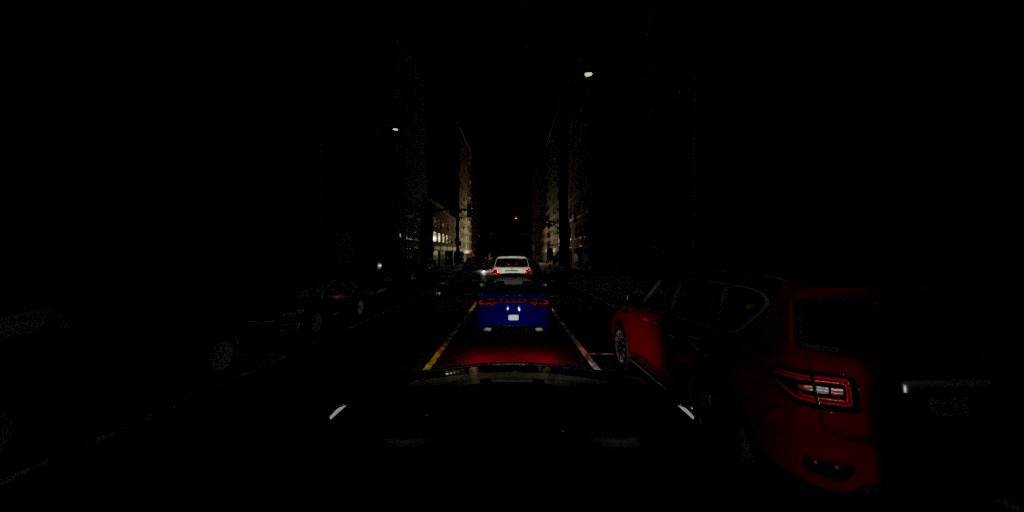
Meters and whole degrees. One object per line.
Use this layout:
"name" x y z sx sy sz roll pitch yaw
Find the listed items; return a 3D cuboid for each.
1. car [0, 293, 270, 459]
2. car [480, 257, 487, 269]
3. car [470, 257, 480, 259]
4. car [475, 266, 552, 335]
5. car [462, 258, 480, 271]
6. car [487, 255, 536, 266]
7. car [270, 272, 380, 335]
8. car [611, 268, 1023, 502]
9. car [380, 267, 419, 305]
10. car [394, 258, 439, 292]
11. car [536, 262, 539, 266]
"car" -5.670 1.294 4.692 1.888 1.381 4.507 0 0 0
"car" -3.159 1.296 51.030 1.812 1.442 4.674 0 0 0
"car" -5.727 1.089 54.004 2.192 1.841 5.009 0 0 0
"car" 0.044 1.226 10.499 1.882 1.535 5.008 0 0 0
"car" -5.721 1.350 48.439 1.802 1.307 4.207 0 0 0
"car" -0.016 0.971 20.159 2.150 2.045 5.566 0 0 0
"car" -5.676 1.298 10.274 2.007 1.370 4.403 0 0 0
"car" 2.855 1.064 4.724 2.192 1.841 5.009 0 0 0
"car" -5.683 1.330 15.857 1.802 1.307 4.207 0 0 0
"car" -5.689 1.064 21.439 2.192 1.841 5.009 0 0 0
"car" 2.804 1.350 48.476 1.802 1.307 4.207 0 0 0
